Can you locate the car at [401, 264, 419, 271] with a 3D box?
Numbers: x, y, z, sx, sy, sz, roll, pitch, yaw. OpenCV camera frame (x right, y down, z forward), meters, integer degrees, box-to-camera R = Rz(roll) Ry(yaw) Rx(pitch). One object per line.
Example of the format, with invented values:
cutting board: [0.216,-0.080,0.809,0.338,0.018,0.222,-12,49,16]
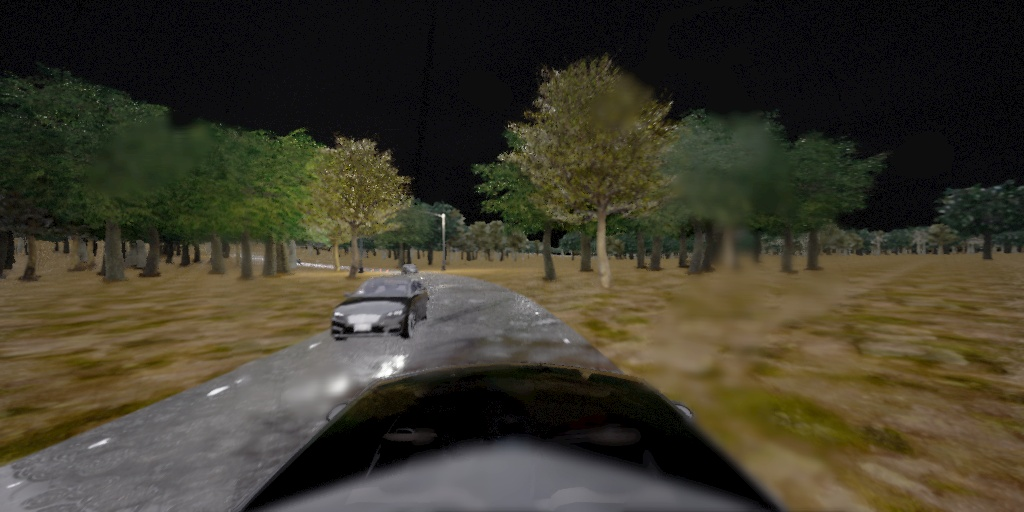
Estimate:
car: [-14.426,1.901,50.648,2.128,1.511,4.902,0,0,-25]

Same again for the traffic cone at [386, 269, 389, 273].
traffic cone: [-21.065,2.510,60.636,0.340,0.580,0.340,0,0,-32]

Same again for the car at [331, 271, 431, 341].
car: [-3.565,1.367,10.495,2.128,1.511,4.902,0,-1,-5]
